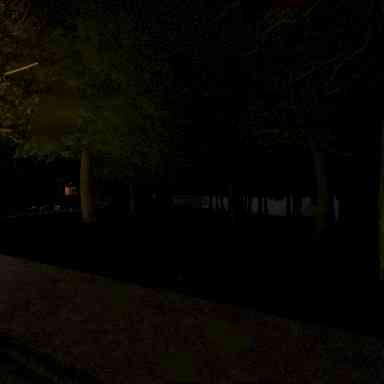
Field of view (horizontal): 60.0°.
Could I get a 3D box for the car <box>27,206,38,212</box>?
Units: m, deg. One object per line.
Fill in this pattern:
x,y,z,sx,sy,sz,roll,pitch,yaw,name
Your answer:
-36.677,3.912,77.058,1.837,1.490,4.892,0,-2,-9,car

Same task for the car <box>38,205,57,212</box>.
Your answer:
-33.409,3.886,77.215,1.837,1.490,4.892,0,-2,-9,car

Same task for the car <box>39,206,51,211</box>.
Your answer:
-38.328,4.275,86.963,1.994,1.385,4.181,0,-2,-9,car

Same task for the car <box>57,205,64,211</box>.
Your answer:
-35.123,4.239,87.498,2.128,1.511,4.902,0,-2,-9,car
